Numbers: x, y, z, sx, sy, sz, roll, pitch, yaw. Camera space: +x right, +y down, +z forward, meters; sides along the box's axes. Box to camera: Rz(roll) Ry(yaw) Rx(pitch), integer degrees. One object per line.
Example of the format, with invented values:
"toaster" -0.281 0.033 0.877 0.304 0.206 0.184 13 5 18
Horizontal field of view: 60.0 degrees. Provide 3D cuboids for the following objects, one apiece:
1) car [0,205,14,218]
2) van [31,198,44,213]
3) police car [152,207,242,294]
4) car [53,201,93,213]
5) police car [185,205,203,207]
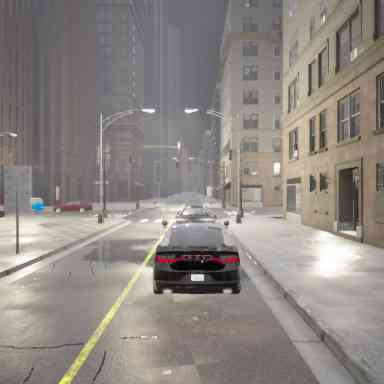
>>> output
"car" -19.611 1.524 30.591 5.009 1.841 2.192 -1 0 0
"van" -19.584 1.592 39.117 3.998 1.788 1.690 -1 0 0
"police car" 0.107 1.427 8.917 1.930 1.638 5.238 0 0 0
"car" -13.958 1.728 39.094 4.507 1.381 1.887 -1 0 0
"police car" 0.120 1.510 18.522 2.038 1.542 4.974 0 0 0
